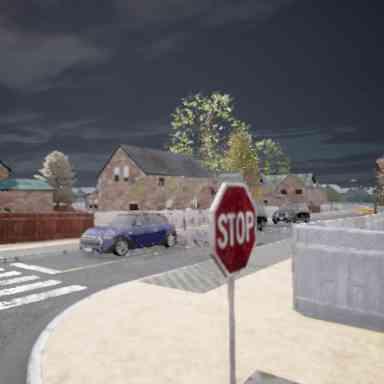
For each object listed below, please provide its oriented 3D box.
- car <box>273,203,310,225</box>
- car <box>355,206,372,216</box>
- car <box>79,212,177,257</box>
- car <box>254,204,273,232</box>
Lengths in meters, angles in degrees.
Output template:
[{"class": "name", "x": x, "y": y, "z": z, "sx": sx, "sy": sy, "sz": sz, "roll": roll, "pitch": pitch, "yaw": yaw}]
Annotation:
[{"class": "car", "x": 9.734, "y": 2.097, "z": 32.412, "sx": 2.150, "sy": 2.045, "sz": 5.566, "roll": -2, "pitch": -2, "yaw": 36}, {"class": "car", "x": 25.400, "y": 2.794, "z": 49.289, "sx": 1.882, "sy": 1.535, "sz": 5.008, "roll": -2, "pitch": -2, "yaw": 35}, {"class": "car", "x": -2.758, "y": 1.751, "z": 15.008, "sx": 2.097, "sy": 1.767, "sz": 4.553, "roll": -2, "pitch": -2, "yaw": 37}, {"class": "car", "x": 3.468, "y": 1.856, "z": 23.648, "sx": 2.150, "sy": 2.045, "sz": 5.566, "roll": -2, "pitch": -2, "yaw": 35}]
